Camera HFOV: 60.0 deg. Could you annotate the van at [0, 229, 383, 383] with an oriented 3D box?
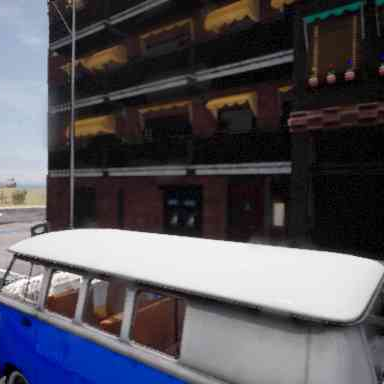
[{"bbox_3d":[-0.297,1.333,3.068,3.998,1.788,1.690,0,1,35],"label":"van"}]
